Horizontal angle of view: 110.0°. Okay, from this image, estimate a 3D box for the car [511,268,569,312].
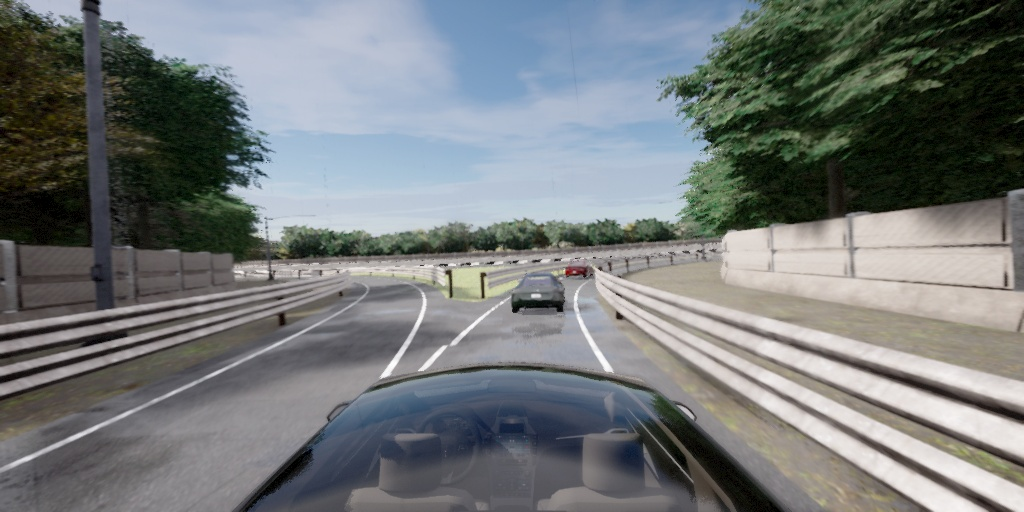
[{"bbox_3d":[1.168,1.383,14.707,1.994,1.385,4.181,-2,0,9],"label":"car"}]

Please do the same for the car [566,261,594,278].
[{"bbox_3d":[6.345,1.210,33.378,1.882,1.535,5.008,-2,0,22],"label":"car"}]
